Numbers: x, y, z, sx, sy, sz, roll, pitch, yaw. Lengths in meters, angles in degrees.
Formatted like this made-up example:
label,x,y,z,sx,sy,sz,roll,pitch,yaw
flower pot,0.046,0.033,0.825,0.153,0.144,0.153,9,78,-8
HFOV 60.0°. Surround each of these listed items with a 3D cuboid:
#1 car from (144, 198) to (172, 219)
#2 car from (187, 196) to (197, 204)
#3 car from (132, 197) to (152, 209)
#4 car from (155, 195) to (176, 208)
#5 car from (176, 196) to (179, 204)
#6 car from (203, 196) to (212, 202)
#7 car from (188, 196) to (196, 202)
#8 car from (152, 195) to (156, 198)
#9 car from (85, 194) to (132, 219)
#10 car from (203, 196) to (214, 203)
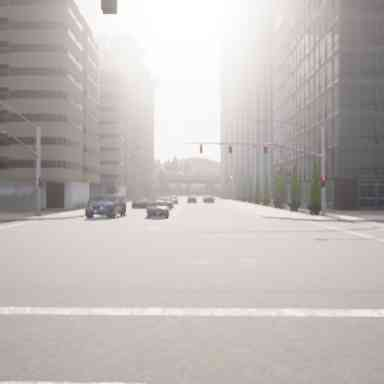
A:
label,x,y,z,sx,sy,sz,roll,pitch,yaw
car,-3.099,1.513,29.273,1.837,1.490,4.892,0,0,-8
car,-0.003,1.509,66.914,1.882,1.535,5.008,0,0,0
car,-7.092,1.499,45.813,1.882,1.535,5.008,0,0,0
car,-3.593,1.499,45.671,1.882,1.535,5.008,0,0,0
car,-3.557,1.534,62.672,1.837,1.490,4.892,0,0,0
car,3.496,1.564,76.415,1.994,1.385,4.181,0,0,0
car,-0.004,1.557,76.241,1.994,1.385,4.181,0,0,0
car,-7.029,1.382,65.404,2.097,1.767,4.553,0,0,0
car,-7.491,1.234,29.673,2.150,2.045,5.566,0,0,6
car,3.497,1.537,67.748,1.837,1.490,4.892,0,0,0
